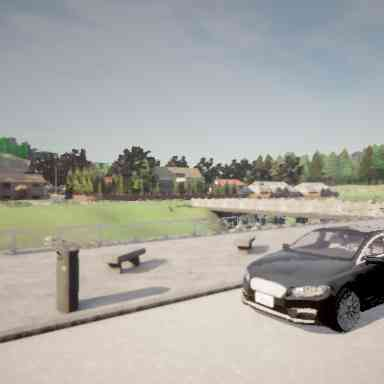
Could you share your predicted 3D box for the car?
[{"bbox_3d":[3.176,1.491,6.873,4.902,1.511,2.128,0,0,-35],"label":"car"}]
